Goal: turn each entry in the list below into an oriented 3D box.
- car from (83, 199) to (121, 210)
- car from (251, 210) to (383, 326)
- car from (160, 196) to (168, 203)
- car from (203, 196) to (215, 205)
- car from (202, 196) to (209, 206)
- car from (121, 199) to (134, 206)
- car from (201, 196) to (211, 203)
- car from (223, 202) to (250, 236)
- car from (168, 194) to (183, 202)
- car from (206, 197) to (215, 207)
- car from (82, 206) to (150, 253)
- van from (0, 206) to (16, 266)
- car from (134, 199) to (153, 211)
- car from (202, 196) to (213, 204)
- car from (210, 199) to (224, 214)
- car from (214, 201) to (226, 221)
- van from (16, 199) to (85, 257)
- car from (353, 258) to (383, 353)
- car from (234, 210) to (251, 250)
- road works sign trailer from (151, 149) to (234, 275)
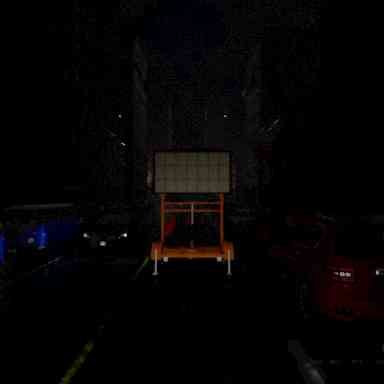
[{"bbox_3d":[-5.669,1.305,18.175,2.192,1.841,5.009,-1,0,0],"label":"car"},{"bbox_3d":[2.854,1.312,6.996,2.192,1.841,5.009,-1,0,0],"label":"car"},{"bbox_3d":[-5.631,1.480,68.446,1.887,1.381,4.507,-1,0,0],"label":"car"},{"bbox_3d":[2.904,1.476,57.439,1.752,1.417,4.829,-1,0,0],"label":"car"},{"bbox_3d":[2.898,1.509,51.683,2.008,1.369,4.403,-1,0,0],"label":"car"},{"bbox_3d":[-5.664,1.425,23.760,1.967,1.590,4.097,-1,0,0],"label":"car"},{"bbox_3d":[2.914,1.517,68.441,1.802,1.307,4.206,-1,0,0],"label":"car"},{"bbox_3d":[2.867,1.515,18.338,1.752,1.417,4.829,-1,0,0],"label":"car"},{"bbox_3d":[-2.966,1.166,65.317,2.150,2.045,5.566,0,0,0],"label":"car"},{"bbox_3d":[2.883,1.527,34.926,2.008,1.369,4.403,-1,0,0],"label":"car"},{"bbox_3d":[-3.094,1.518,13.860,1.812,1.442,4.674,0,0,0],"label":"car"},{"bbox_3d":[-5.676,1.338,7.003,1.690,1.788,3.998,-1,0,0],"label":"van"},{"bbox_3d":[-5.656,1.416,34.931,1.967,1.590,4.097,-1,0,0],"label":"car"},{"bbox_3d":[2.909,1.509,62.856,1.947,1.339,4.313,-1,0,0],"label":"car"},{"bbox_3d":[2.878,1.547,29.340,1.947,1.339,4.313,-1,0,0],"label":"car"},{"bbox_3d":[2.873,1.551,23.754,1.947,1.339,4.313,-1,0,0],"label":"car"},{"bbox_3d":[-5.672,1.334,12.589,1.690,1.788,3.998,-1,0,0],"label":"van"},{"bbox_3d":[2.852,1.524,1.581,1.752,1.417,4.829,-1,0,0],"label":"car"},{"bbox_3d":[2.863,1.575,12.582,1.802,1.307,4.206,-1,0,0],"label":"car"},{"bbox_3d":[0.011,0.459,10.400,2.380,3.560,2.880,0,0,0],"label":"road works sign trailer"}]
